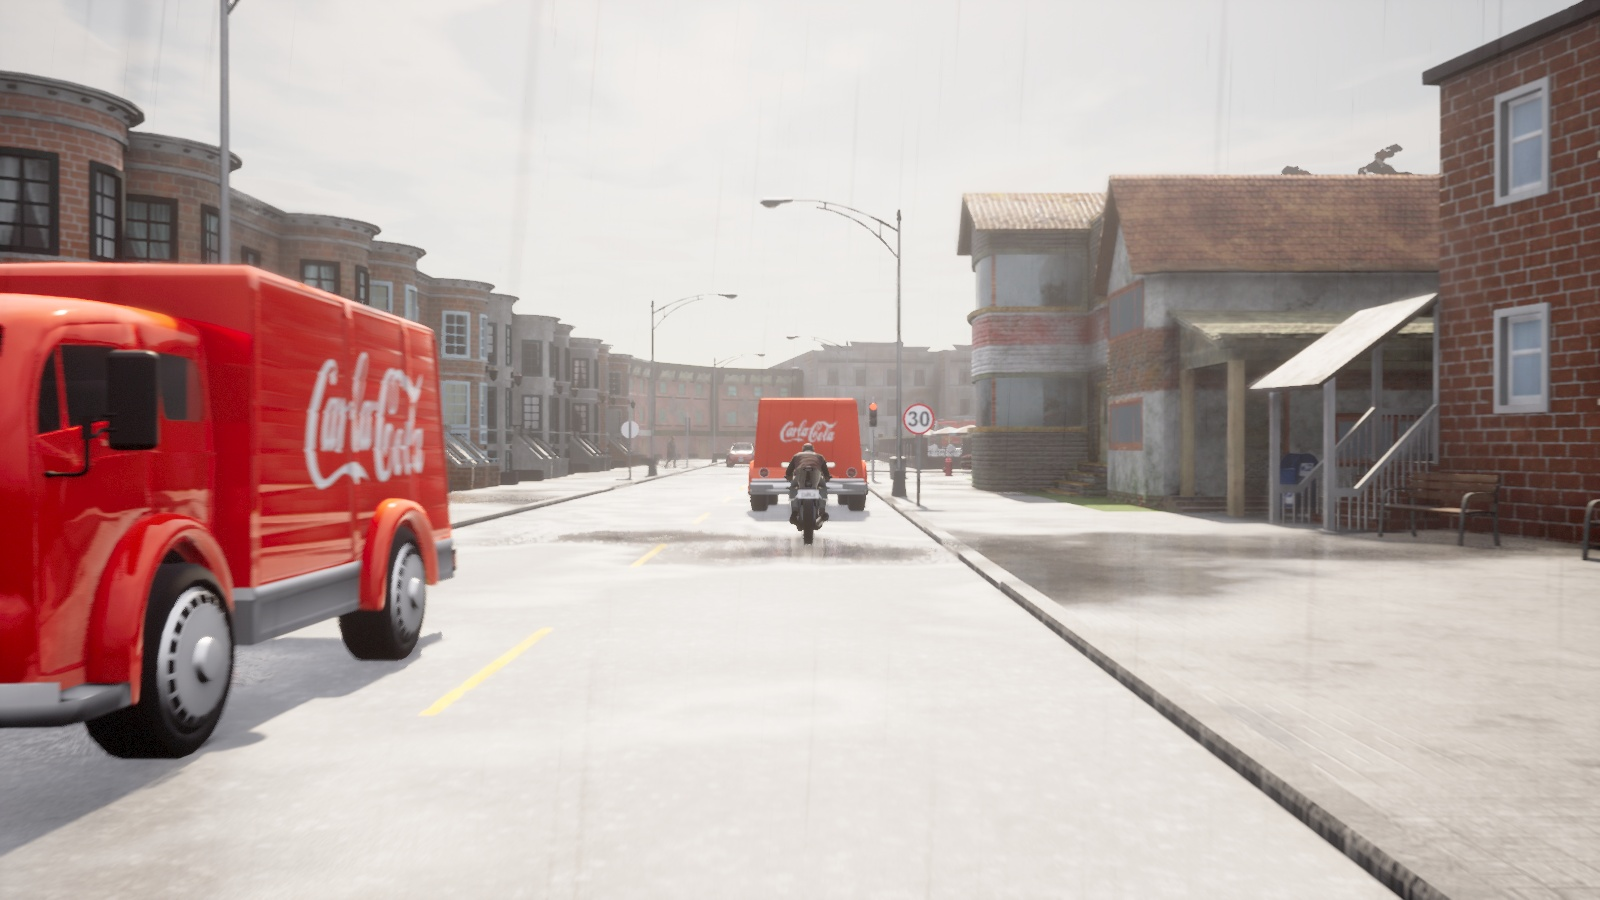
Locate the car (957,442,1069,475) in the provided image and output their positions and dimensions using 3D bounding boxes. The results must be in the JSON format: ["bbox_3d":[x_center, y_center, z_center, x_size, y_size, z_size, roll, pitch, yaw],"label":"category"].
[{"bbox_3d":[10.060,0.396,59.688,5.008,1.535,1.882,0,0,0],"label":"car"}]

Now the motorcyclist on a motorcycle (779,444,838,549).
[{"bbox_3d":[0.127,0.672,19.457,0.866,1.530,2.191,0,0,0],"label":"motorcyclist on a motorcycle"}]

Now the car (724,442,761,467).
[{"bbox_3d":[-3.554,0.249,78.309,2.007,1.525,4.514,0,0,1],"label":"car"}]

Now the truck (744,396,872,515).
[{"bbox_3d":[0.180,0.099,28.502,2.627,2.467,5.204,0,0,0],"label":"truck"}]

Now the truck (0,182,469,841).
[{"bbox_3d":[-3.943,0.215,7.309,2.627,2.467,5.204,0,0,0],"label":"truck"}]

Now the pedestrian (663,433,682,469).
[{"bbox_3d":[-7.009,0.062,69.011,0.873,1.952,0.659,0,0,39],"label":"pedestrian"}]
